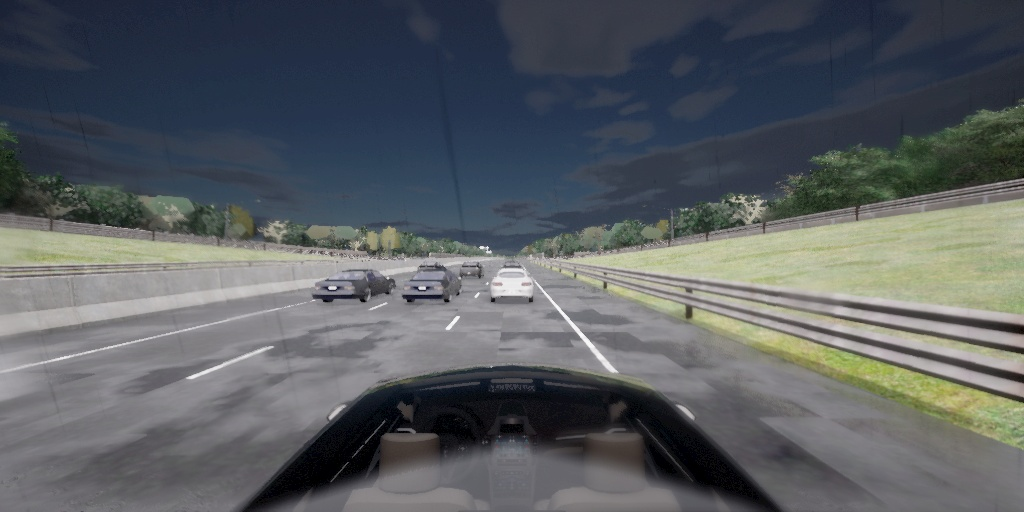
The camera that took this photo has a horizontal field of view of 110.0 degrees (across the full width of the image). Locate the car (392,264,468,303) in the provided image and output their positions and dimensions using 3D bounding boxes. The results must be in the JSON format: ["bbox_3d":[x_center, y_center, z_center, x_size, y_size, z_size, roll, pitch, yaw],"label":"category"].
[{"bbox_3d":[-3.499,1.294,16.496,2.033,1.411,5.357,0,0,0],"label":"car"}]

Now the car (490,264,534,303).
[{"bbox_3d":[0.001,1.264,16.493,1.812,1.442,4.674,0,0,0],"label":"car"}]

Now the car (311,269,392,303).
[{"bbox_3d":[-6.999,1.294,16.498,2.033,1.411,5.357,0,0,0],"label":"car"}]

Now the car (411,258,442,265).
[{"bbox_3d":[-6.967,1.191,31.486,2.128,1.511,4.902,0,0,0],"label":"car"}]

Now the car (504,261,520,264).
[{"bbox_3d":[0.033,1.211,31.461,1.837,1.490,4.892,0,0,0],"label":"car"}]

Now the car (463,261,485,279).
[{"bbox_3d":[-3.467,1.190,31.474,2.128,1.511,4.902,0,0,0],"label":"car"}]
